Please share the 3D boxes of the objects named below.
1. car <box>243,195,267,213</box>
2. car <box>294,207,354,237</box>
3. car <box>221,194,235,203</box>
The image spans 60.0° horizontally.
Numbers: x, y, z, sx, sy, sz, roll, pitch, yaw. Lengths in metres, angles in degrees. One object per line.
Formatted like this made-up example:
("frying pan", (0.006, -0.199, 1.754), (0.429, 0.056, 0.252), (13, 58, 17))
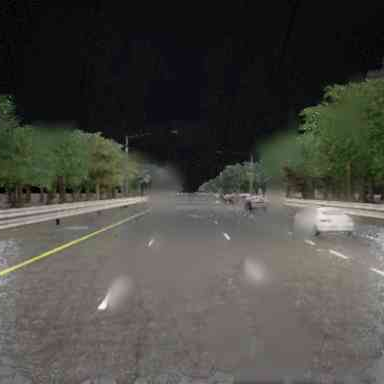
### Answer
("car", (7.013, 1.460, 37.091), (2.128, 1.511, 4.902), (0, 0, 0))
("car", (7.005, 1.519, 17.963), (1.812, 1.442, 4.674), (0, 0, 0))
("car", (7.050, 1.450, 67.207), (1.837, 1.490, 4.892), (0, 0, 1))
